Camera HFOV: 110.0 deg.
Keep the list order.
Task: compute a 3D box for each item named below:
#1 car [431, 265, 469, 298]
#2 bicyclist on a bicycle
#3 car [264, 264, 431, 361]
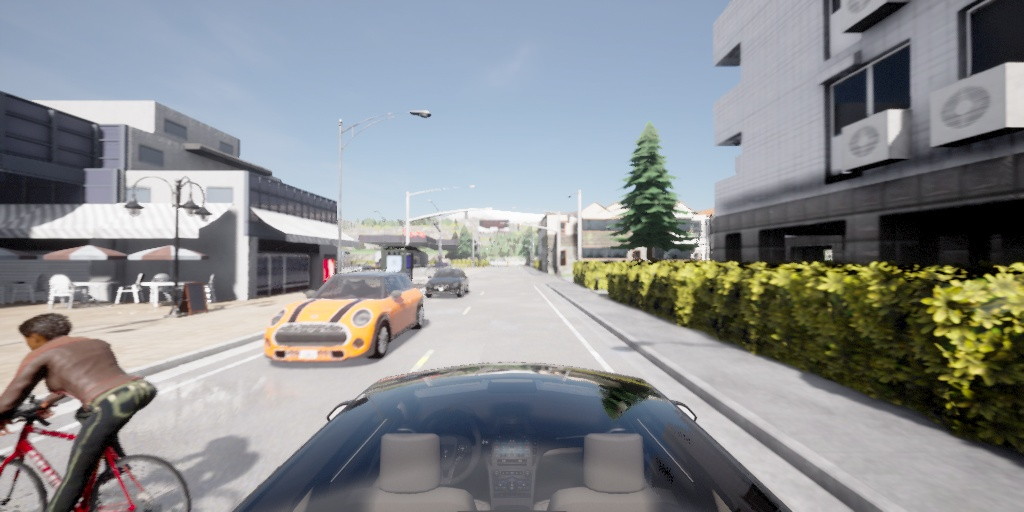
[{"bbox_3d":[-3.523,1.464,20.249,1.837,1.490,4.892,0,-1,0],"label":"car"},{"bbox_3d":[-2.972,1.211,2.404,1.656,1.620,0.582,0,-1,0],"label":"bicyclist on a bicycle"},{"bbox_3d":[-3.600,1.181,8.600,2.097,1.767,4.553,0,-1,0],"label":"car"}]
